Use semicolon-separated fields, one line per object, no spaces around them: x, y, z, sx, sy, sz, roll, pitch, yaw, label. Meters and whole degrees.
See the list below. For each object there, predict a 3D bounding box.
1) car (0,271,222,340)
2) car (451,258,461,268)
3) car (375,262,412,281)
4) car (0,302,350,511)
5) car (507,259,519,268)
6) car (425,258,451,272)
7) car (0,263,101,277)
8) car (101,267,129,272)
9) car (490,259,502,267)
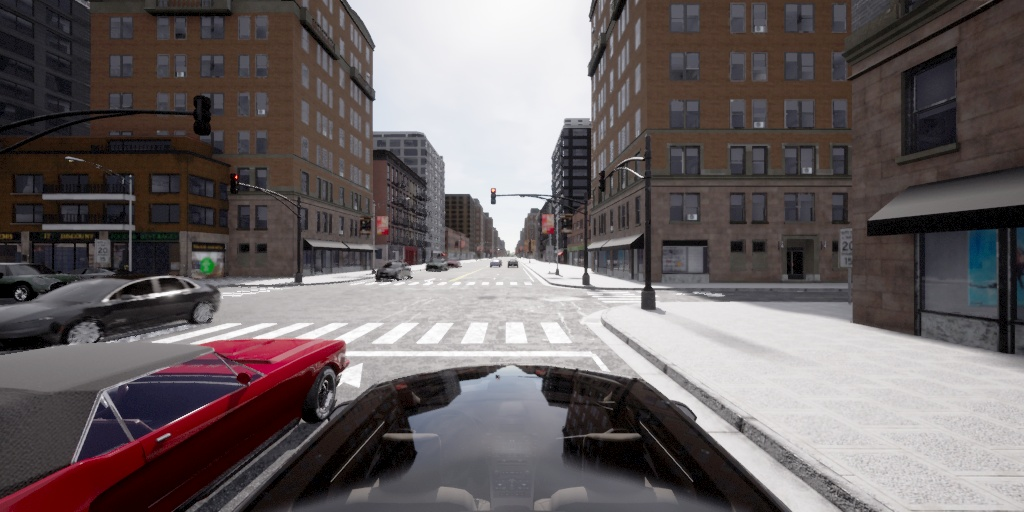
-9.832;1.252;8.967;1.837;1.490;4.892;0;0;0;car
-9.673;1.094;58.424;2.097;1.767;4.553;0;0;1;car
-9.813;1.254;30.099;1.837;1.490;4.892;0;0;2;car
-3.157;1.351;2.837;1.895;1.301;4.718;0;0;0;car
0.166;1.245;62.199;1.837;1.490;4.892;0;0;0;car
-9.727;1.096;46.333;2.097;1.767;4.553;0;0;0;car
-22.163;1.095;16.196;4.553;1.767;2.097;0;0;0;car
-25.321;1.330;21.705;4.313;1.339;1.948;0;0;0;car
-2.978;1.287;64.154;2.033;1.411;5.357;0;0;0;car
